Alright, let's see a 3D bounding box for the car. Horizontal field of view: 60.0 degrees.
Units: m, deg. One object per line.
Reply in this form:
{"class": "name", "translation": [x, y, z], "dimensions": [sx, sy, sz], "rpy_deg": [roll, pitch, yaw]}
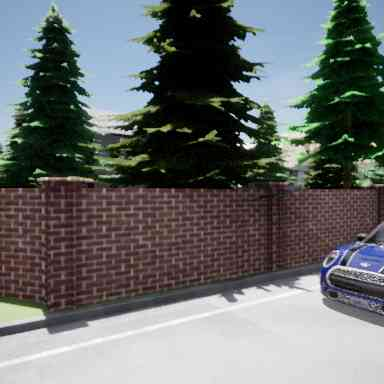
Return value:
{"class": "car", "translation": [4.821, 1.345, 7.076], "dimensions": [4.553, 1.767, 2.097], "rpy_deg": [0, 0, -33]}
